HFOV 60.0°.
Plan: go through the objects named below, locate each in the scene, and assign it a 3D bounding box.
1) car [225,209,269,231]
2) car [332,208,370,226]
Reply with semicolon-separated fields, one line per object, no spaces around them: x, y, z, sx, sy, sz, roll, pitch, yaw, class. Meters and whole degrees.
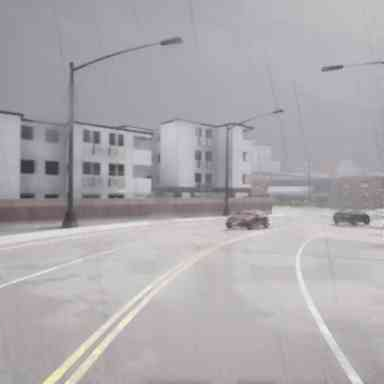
4.155;1.952;24.253;1.812;1.442;4.674;0;-1;34;car
14.864;2.292;30.935;4.902;1.511;2.128;2;-1;-42;car
